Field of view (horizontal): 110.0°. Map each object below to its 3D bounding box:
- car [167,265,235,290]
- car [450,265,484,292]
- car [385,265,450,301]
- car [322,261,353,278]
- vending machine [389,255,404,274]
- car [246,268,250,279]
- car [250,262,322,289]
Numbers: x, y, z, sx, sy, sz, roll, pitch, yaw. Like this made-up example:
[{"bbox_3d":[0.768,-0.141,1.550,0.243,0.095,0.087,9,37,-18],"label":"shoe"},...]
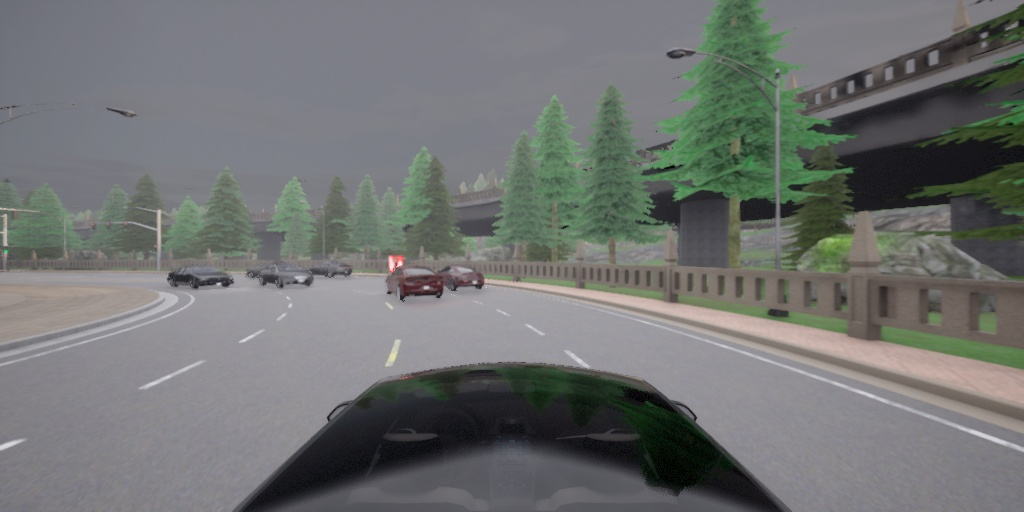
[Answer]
[{"bbox_3d":[-19.954,1.313,22.915,5.357,1.411,2.033,0,0,30],"label":"car"},{"bbox_3d":[-3.313,1.252,21.376,1.812,1.442,4.674,0,0,-34],"label":"car"},{"bbox_3d":[-4.885,1.214,17.494,1.882,1.535,5.008,0,0,-29],"label":"car"},{"bbox_3d":[-16.905,1.232,33.048,4.902,1.511,2.128,0,0,28],"label":"car"},{"bbox_3d":[-11.145,0.919,34.593,0.880,2.100,1.100,0,0,33],"label":"vending machine"},{"bbox_3d":[-20.804,1.245,31.043,4.902,1.511,2.128,0,0,23],"label":"car"},{"bbox_3d":[-14.737,1.243,23.303,4.902,1.511,2.128,0,0,38],"label":"car"}]
